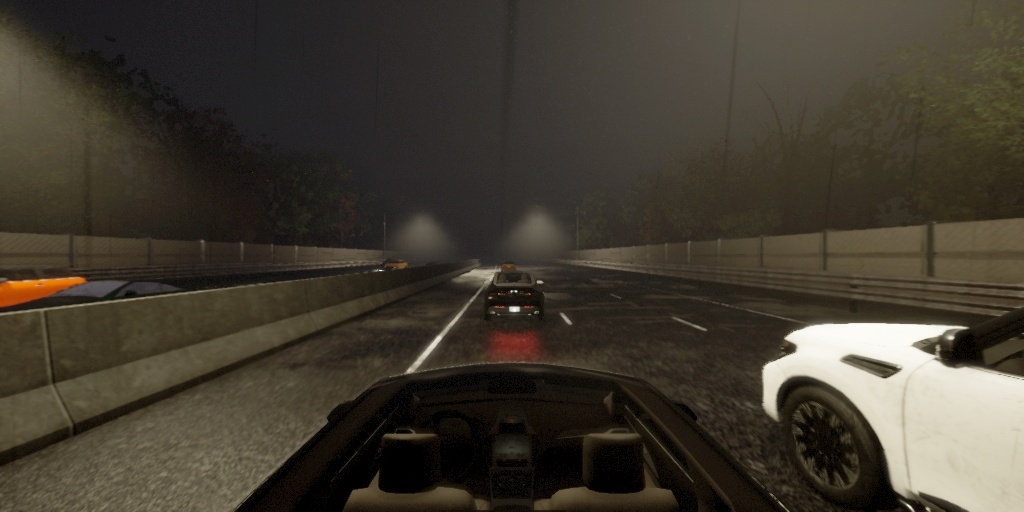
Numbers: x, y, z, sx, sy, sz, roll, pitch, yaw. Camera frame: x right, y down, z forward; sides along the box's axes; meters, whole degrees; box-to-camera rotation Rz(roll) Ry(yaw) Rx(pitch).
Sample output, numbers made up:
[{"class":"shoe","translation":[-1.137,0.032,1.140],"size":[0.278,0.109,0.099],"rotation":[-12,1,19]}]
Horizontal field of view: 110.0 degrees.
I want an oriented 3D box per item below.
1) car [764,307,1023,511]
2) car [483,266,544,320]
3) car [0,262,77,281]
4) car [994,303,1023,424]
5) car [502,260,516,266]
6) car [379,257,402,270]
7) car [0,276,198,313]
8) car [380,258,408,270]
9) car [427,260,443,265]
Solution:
[{"class":"car","translation":[3.596,0.970,1.193],"size":[2.150,2.045,5.566],"rotation":[0,0,0]},{"class":"car","translation":[0.058,1.259,12.561],"size":[1.837,1.490,4.892],"rotation":[0,0,0]},{"class":"car","translation":[-17.640,1.109,12.138],"size":[2.097,1.767,4.553],"rotation":[0,0,0]},{"class":"car","translation":[7.098,1.296,1.844],"size":[2.033,1.411,5.357],"rotation":[0,0,0]},{"class":"car","translation":[-0.412,1.222,44.070],"size":[1.801,1.575,5.366],"rotation":[0,0,-1]},{"class":"car","translation":[-18.345,1.119,54.396],"size":[2.097,1.767,4.553],"rotation":[0,0,-1]},{"class":"car","translation":[-10.626,1.319,9.576],"size":[1.994,1.385,4.181],"rotation":[0,0,0]},{"class":"car","translation":[-14.626,1.242,45.291],"size":[1.882,1.535,5.008],"rotation":[0,0,-1]},{"class":"car","translation":[-11.303,1.331,52.661],"size":[1.994,1.385,4.181],"rotation":[0,0,-1]}]
